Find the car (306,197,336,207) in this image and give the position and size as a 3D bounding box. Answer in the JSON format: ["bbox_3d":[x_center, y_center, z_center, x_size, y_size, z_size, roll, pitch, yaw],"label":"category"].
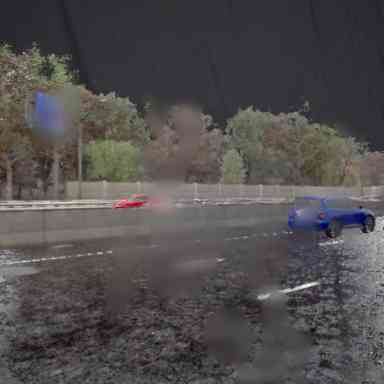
[{"bbox_3d":[20.530,1.559,52.930,4.902,1.511,2.128,0,0,-35],"label":"car"}]

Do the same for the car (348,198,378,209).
[{"bbox_3d":[24.142,1.628,46.899,4.181,1.385,1.994,0,0,-35],"label":"car"}]

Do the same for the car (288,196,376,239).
[{"bbox_3d":[7.492,1.228,17.683,5.566,2.045,2.150,0,0,-35],"label":"car"}]

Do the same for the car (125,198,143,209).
[{"bbox_3d":[-3.697,1.572,31.437,4.181,1.385,1.994,0,0,-35],"label":"car"}]

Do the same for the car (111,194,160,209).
[{"bbox_3d":[-5.473,1.230,34.470,5.566,2.045,2.150,0,0,-35],"label":"car"}]

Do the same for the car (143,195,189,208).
[{"bbox_3d":[-1.474,1.360,28.724,4.553,1.767,2.097,0,0,-35],"label":"car"}]

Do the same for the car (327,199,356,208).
[{"bbox_3d":[22.514,1.668,50.024,4.718,1.301,1.895,0,0,-35],"label":"car"}]

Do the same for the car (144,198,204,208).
[{"bbox_3d":[-0.757,1.484,24.938,5.008,1.535,1.882,0,0,-35],"label":"car"}]
